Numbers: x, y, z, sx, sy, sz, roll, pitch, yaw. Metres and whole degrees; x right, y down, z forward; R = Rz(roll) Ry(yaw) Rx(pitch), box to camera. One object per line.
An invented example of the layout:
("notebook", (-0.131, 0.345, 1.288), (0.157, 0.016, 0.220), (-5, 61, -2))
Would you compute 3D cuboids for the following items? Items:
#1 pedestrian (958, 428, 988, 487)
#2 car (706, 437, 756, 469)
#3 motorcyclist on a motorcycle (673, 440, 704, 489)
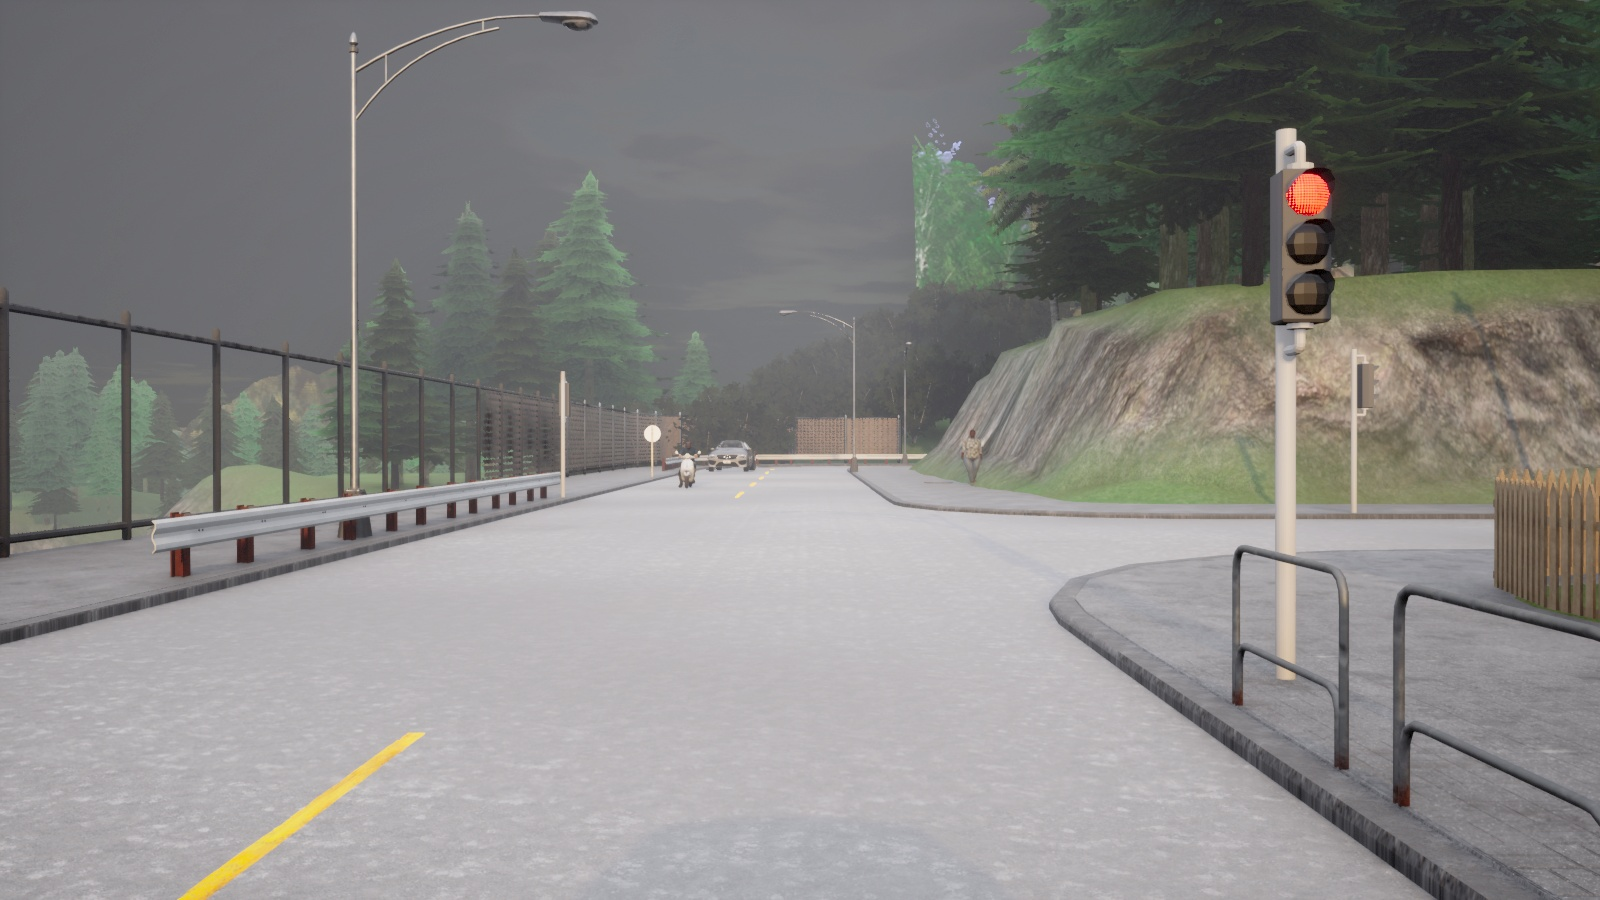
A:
("pedestrian", (5.563, 0.232, 40.441), (0.874, 1.855, 0.900), (0, 0, 1))
("car", (-3.592, 0.148, 66.299), (2.152, 1.651, 5.027), (0, 0, 3))
("motorcyclist on a motorcycle", (-3.707, 0.461, 41.817), (0.866, 1.590, 1.817), (0, 0, 0))
